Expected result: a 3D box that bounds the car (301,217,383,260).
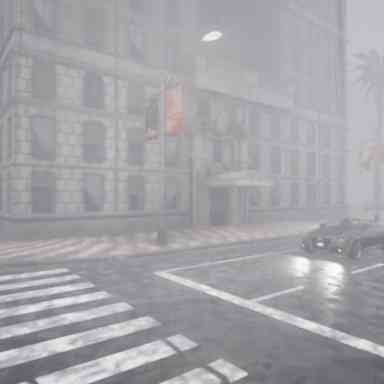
[{"bbox_3d":[6.206,1.715,13.225,4.181,1.385,1.994,1,-1,-38],"label":"car"}]
